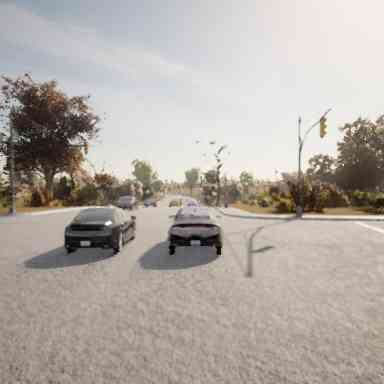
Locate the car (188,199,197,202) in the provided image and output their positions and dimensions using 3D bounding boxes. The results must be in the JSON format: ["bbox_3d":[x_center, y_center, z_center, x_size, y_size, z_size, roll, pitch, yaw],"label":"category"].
[{"bbox_3d":[0.095,2.235,65.559,1.812,1.442,4.674,0,-2,0],"label":"car"}]

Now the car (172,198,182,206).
[{"bbox_3d":[-3.391,2.281,75.562,2.097,1.767,4.553,0,-2,0],"label":"car"}]

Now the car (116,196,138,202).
[{"bbox_3d":[-7.038,1.231,36.221,1.837,1.490,4.892,0,0,0],"label":"car"}]

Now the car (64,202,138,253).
[{"bbox_3d":[-3.383,1.357,12.985,1.837,1.490,4.892,0,1,0],"label":"car"}]

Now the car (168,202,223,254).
[{"bbox_3d":[0.116,1.345,12.850,2.128,1.511,4.902,0,1,0],"label":"car"}]

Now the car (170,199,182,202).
[{"bbox_3d":[-3.406,2.170,65.150,1.882,1.535,5.008,0,-2,0],"label":"car"}]

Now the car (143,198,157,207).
[{"bbox_3d":[-6.953,1.823,55.748,2.128,1.511,4.902,0,-2,1],"label":"car"}]

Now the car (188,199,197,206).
[{"bbox_3d":[0.109,2.405,75.582,1.882,1.535,5.008,0,-2,0],"label":"car"}]
